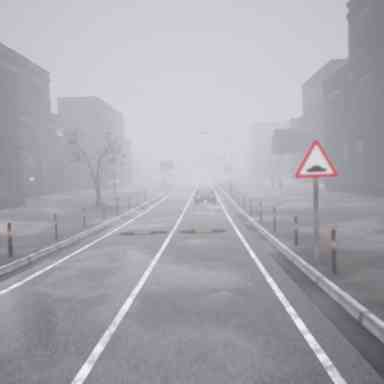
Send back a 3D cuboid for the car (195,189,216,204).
[{"bbox_3d":[1.234,0.353,31.182,1.895,1.301,4.718,-2,4,2],"label":"car"}]
